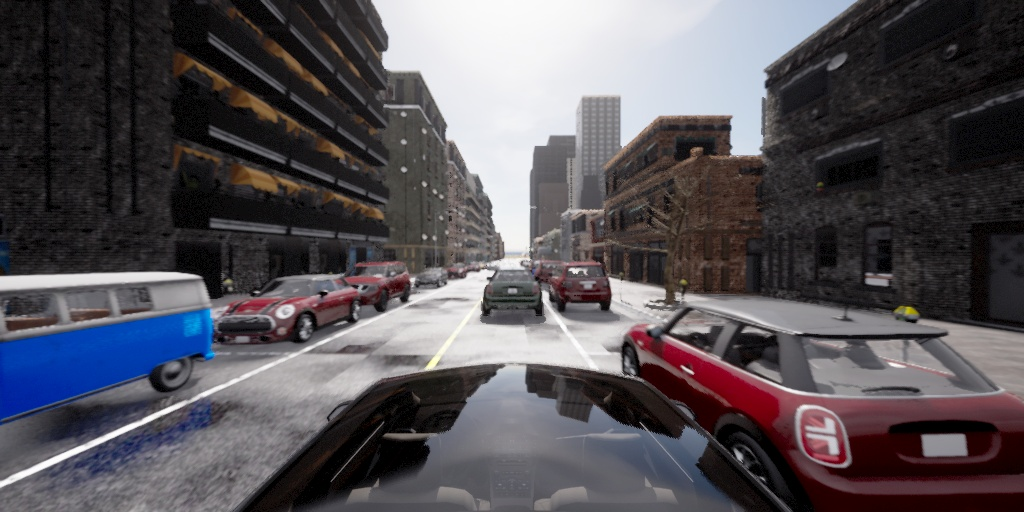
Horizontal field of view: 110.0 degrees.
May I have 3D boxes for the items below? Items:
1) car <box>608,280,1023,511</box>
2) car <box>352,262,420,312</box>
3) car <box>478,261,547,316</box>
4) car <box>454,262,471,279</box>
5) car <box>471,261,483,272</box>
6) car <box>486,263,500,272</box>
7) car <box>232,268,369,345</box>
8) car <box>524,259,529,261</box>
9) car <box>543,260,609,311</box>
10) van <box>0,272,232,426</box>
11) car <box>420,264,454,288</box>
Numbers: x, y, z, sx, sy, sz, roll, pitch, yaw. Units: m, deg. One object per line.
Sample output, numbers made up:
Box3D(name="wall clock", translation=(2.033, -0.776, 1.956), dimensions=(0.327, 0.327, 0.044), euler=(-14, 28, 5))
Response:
Box3D(name="car", translation=(2.689, 1.210, 4.150), dimensions=(1.967, 1.591, 4.097), euler=(0, 0, 0))
Box3D(name="car", translation=(-5.691, 1.172, 14.972), dimensions=(2.192, 1.841, 5.009), euler=(0, 0, 0))
Box3D(name="car", translation=(0.043, 1.202, 14.123), dimensions=(2.097, 1.767, 4.553), euler=(0, -1, 1))
Box3D(name="car", translation=(-5.692, 1.471, 36.599), dimensions=(1.967, 1.591, 4.097), euler=(0, 0, 0))
Box3D(name="car", translation=(-5.692, 1.599, 52.821), dimensions=(1.967, 1.591, 4.097), euler=(0, 0, 0))
Box3D(name="car", translation=(-3.058, 1.806, 58.603), dimensions=(1.895, 1.301, 4.718), euler=(0, 0, 1))
Box3D(name="car", translation=(-5.691, 1.253, 9.565), dimensions=(1.967, 1.591, 4.097), euler=(0, 0, 0))
Box3D(name="car", translation=(2.689, 1.345, 36.593), dimensions=(2.192, 1.841, 5.009), euler=(0, 0, 0))
Box3D(name="car", translation=(2.689, 1.172, 14.965), dimensions=(2.192, 1.841, 5.009), euler=(0, 0, 0))
Box3D(name="van", translation=(-5.691, 1.111, 4.158), dimensions=(1.690, 1.789, 3.998), euler=(0, 0, 0))
Box3D(name="car", translation=(-5.692, 1.495, 25.786), dimensions=(2.007, 1.370, 4.403), euler=(0, 0, 0))
